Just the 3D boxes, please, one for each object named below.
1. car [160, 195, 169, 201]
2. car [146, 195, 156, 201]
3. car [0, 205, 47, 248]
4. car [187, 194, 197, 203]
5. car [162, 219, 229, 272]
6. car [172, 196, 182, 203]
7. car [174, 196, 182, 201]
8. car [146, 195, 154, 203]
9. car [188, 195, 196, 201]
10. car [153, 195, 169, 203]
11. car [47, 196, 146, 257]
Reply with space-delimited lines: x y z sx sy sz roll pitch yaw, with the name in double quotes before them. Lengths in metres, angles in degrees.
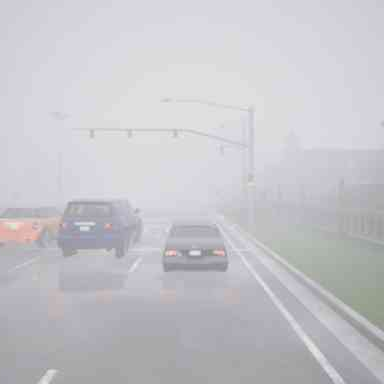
"car" -7.044 1.567 85.947 1.994 1.385 4.181 0 0 0
"car" -10.544 1.492 85.946 1.882 1.535 5.008 0 0 0
"car" -6.913 1.383 15.104 2.097 1.767 4.553 0 0 0
"car" -0.038 1.377 75.561 2.150 2.045 5.566 0 0 0
"car" 0.083 1.570 10.781 2.033 1.411 5.357 0 0 0
"car" -3.538 1.630 75.529 1.882 1.535 5.008 0 0 0
"car" -3.544 1.610 85.979 1.895 1.301 4.718 0 0 0
"car" -10.539 1.677 75.942 1.812 1.442 4.674 0 0 0
"car" -0.044 1.567 85.951 1.994 1.385 4.181 0 0 0
"car" -7.039 1.749 75.974 1.895 1.301 4.718 0 0 0
"car" -3.415 1.252 13.275 2.150 2.045 5.566 0 0 0
